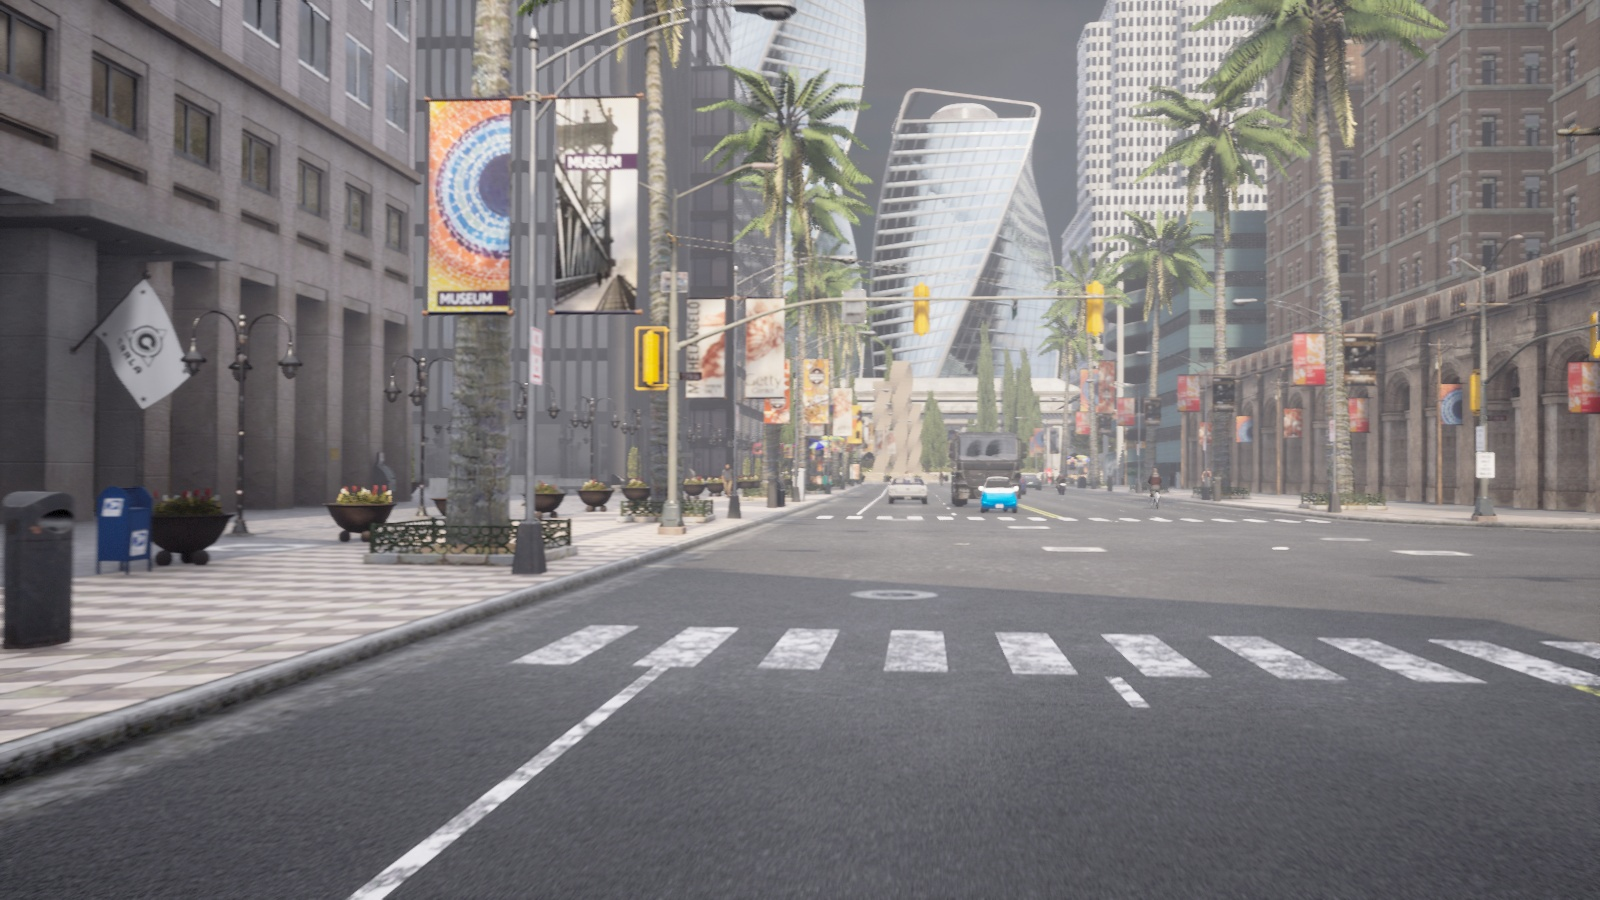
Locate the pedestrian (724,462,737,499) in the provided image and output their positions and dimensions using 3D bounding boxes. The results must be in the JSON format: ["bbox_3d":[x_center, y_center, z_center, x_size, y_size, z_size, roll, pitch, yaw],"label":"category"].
[{"bbox_3d":[-3.532,1.555,63.694,0.540,1.848,0.694,0,-1,6],"label":"pedestrian"}]

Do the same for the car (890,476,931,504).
[{"bbox_3d":[5.359,1.925,60.966,1.895,1.301,4.718,0,-1,5],"label":"car"}]

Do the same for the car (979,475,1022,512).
[{"bbox_3d":[7.739,1.665,48.630,1.481,1.376,2.207,0,-1,5],"label":"car"}]

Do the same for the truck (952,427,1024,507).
[{"bbox_3d":[8.644,0.789,58.512,2.891,3.462,7.936,0,-1,5],"label":"truck"}]
